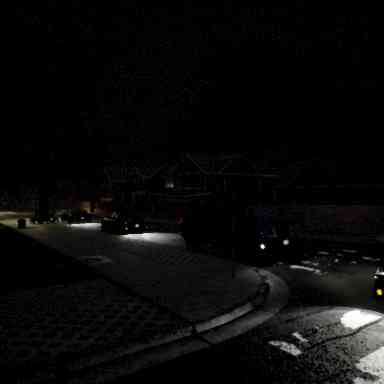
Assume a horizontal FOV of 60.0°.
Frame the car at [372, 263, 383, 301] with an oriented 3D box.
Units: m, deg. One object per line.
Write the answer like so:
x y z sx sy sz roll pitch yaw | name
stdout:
5.653 1.602 7.025 4.181 1.385 1.994 0 -1 -36 | car

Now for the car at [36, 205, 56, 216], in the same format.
-18.676 2.378 42.355 2.128 1.511 4.902 0 -1 -35 | car

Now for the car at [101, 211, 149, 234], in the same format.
-4.623 2.000 22.586 1.994 1.385 4.181 0 -1 -36 | car

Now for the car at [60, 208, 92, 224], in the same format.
-10.993 2.213 31.492 1.994 1.385 4.181 0 -1 -36 | car

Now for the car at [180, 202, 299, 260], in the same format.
1.662 1.434 13.795 2.150 2.045 5.566 0 -1 -35 | car
